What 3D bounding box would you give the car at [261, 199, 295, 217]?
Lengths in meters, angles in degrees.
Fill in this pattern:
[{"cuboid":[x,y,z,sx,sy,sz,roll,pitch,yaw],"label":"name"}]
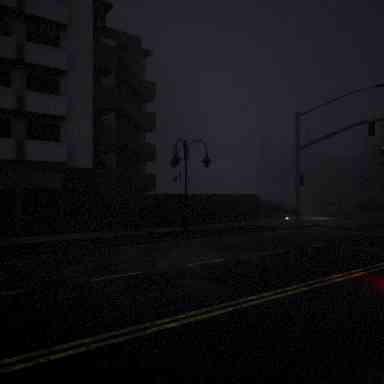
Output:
[{"cuboid":[7.818,1.478,32.198,1.882,1.535,5.008,0,0,-38],"label":"car"}]
